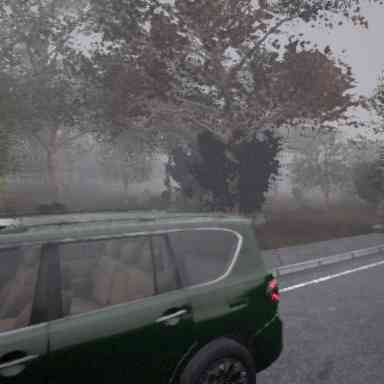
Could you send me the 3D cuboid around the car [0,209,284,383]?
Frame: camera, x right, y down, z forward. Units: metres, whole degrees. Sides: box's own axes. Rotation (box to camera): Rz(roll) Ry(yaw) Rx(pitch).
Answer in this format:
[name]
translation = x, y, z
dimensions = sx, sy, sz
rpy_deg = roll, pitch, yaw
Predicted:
[car]
translation = -1.589, 1.232, 2.909
dimensions = 5.566, 2.045, 2.150
rpy_deg = 0, 0, -36
